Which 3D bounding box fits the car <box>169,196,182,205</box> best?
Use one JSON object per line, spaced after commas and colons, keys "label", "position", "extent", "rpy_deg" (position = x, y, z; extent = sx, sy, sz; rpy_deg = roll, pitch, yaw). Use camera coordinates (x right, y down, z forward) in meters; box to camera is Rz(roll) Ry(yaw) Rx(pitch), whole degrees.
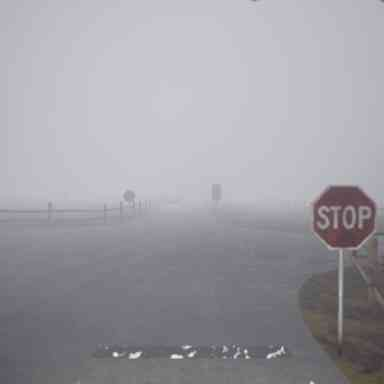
{"label": "car", "position": [-2.745, 1.387, 57.040], "extent": [2.128, 1.511, 4.902], "rpy_deg": [0, 0, 0]}
